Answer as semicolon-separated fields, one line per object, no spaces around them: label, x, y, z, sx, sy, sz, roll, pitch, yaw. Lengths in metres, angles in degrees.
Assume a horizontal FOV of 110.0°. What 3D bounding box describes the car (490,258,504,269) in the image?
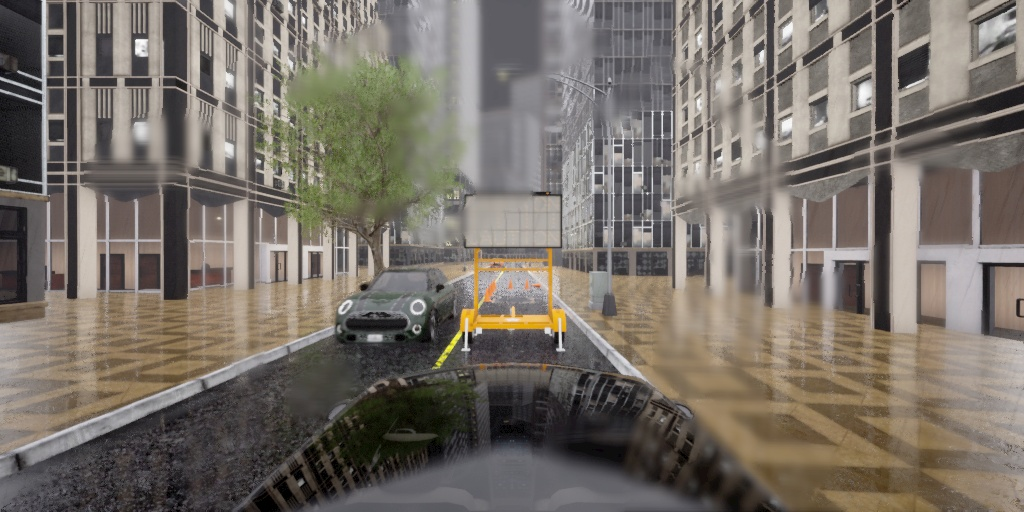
car;-2.513;1.166;60.146;2.097;1.767;4.553;0;0;0

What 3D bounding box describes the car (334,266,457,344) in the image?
car;-2.814;1.101;9.642;2.097;1.767;4.553;0;0;0

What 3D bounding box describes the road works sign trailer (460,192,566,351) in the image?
road works sign trailer;0.032;0.214;8.949;2.380;3.560;2.880;0;0;0
